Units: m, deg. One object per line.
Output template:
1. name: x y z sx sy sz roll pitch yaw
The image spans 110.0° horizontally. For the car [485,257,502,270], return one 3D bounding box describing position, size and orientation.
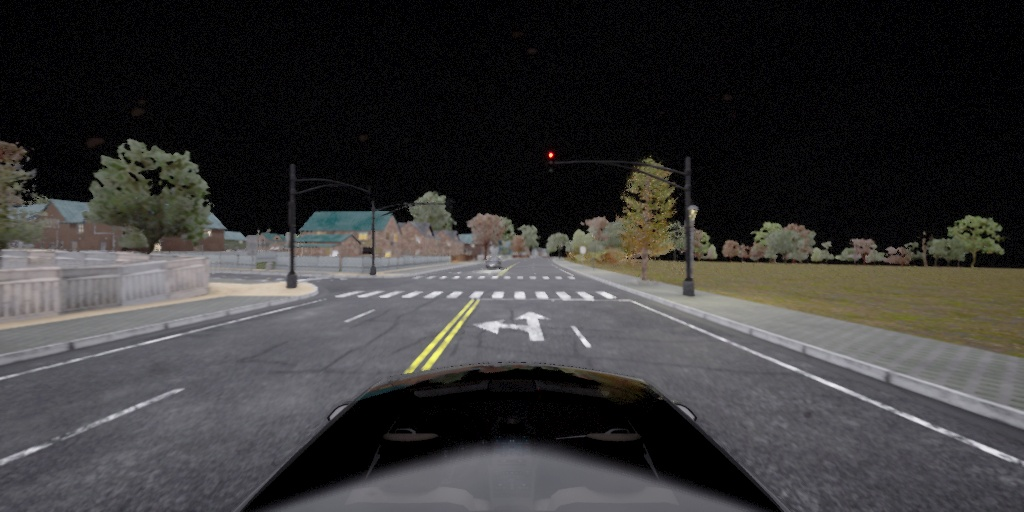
1. car: -2.234 0.899 44.358 2.128 1.511 4.902 0 1 3
